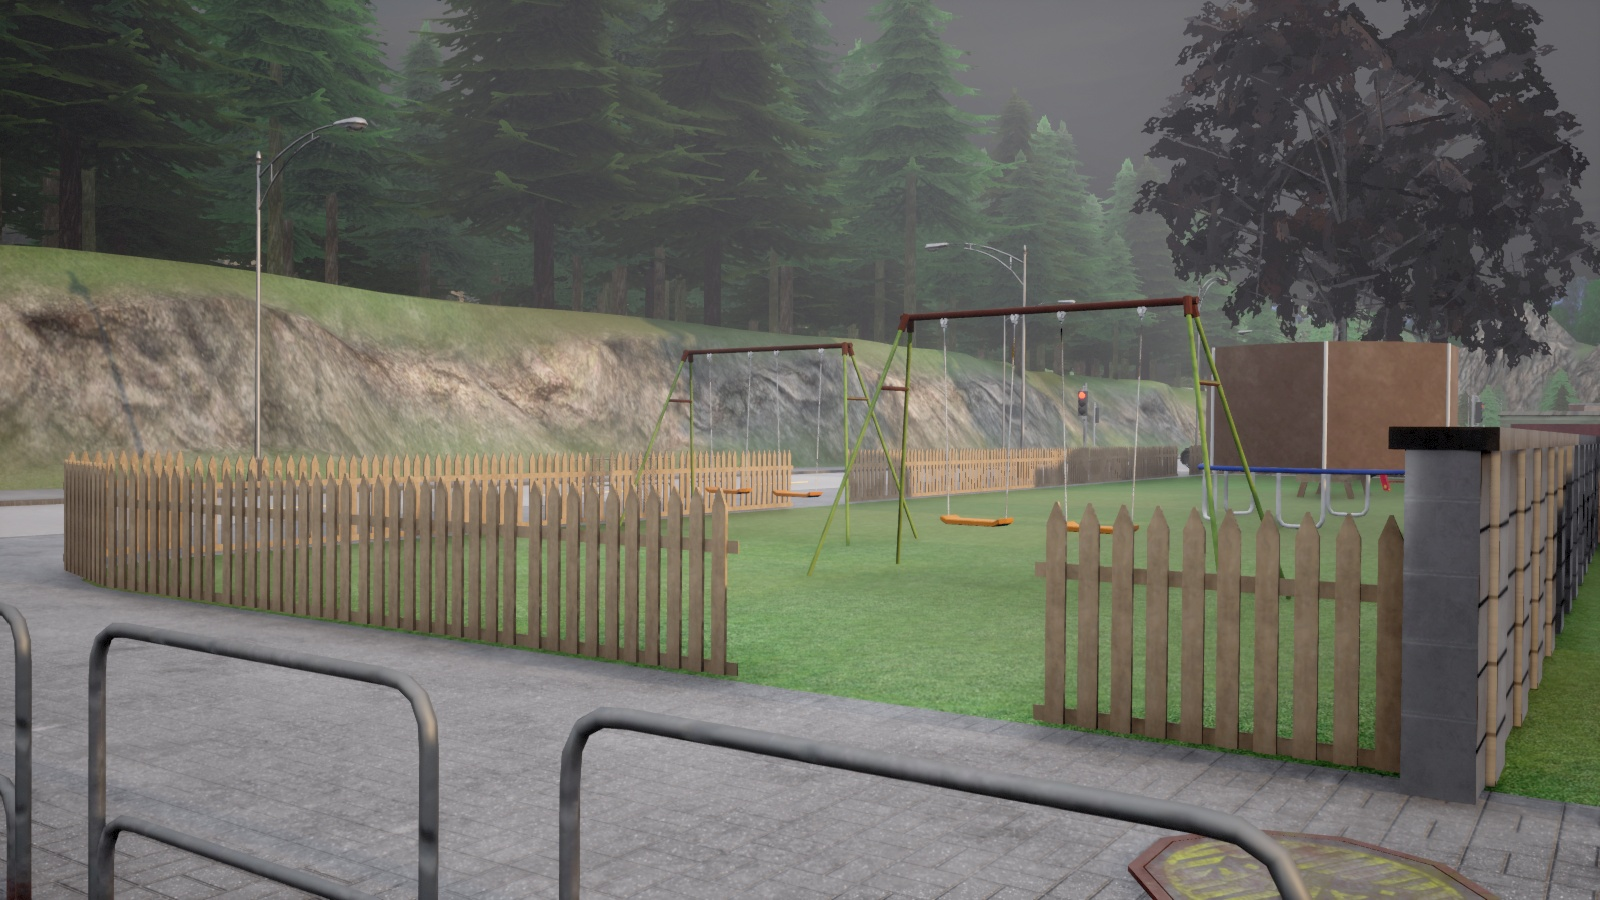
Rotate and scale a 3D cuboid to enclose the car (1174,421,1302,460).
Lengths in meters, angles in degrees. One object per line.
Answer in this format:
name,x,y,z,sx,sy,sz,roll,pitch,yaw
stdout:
car,19.617,-0.438,56.389,2.152,1.651,5.027,-1,1,-41
